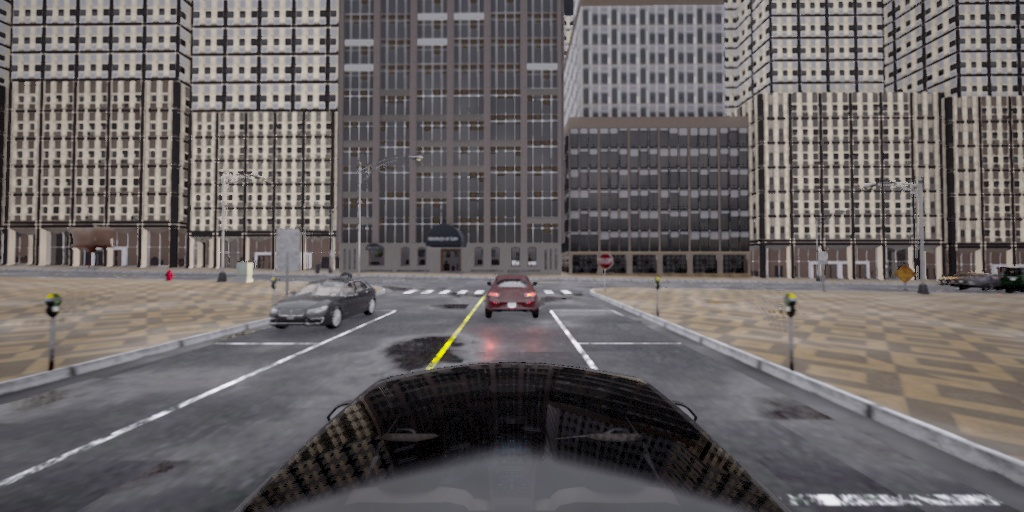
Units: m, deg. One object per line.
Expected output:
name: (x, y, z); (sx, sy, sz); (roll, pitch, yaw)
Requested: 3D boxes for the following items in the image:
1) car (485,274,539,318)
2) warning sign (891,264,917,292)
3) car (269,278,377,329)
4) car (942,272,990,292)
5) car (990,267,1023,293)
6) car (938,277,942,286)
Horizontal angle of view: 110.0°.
car: (0.002, 1.401, 13.550); (1.812, 1.442, 4.674); (0, -1, 0)
warning sign: (26.598, 1.481, 24.244); (1.060, 1.860, 1.300); (0, 0, 1)
car: (-5.818, 1.405, 11.582); (2.007, 1.370, 4.403); (0, 0, 0)
car: (40.338, 2.259, 30.173); (5.357, 1.411, 2.033); (1, -1, 1)
car: (40.362, 1.870, 26.930); (5.566, 2.045, 2.150); (1, -1, 1)
car: (46.742, 2.425, 36.624); (5.008, 1.535, 1.882); (1, -1, 1)
